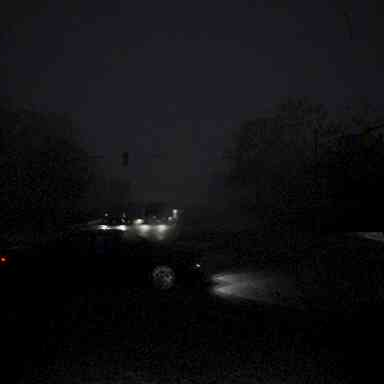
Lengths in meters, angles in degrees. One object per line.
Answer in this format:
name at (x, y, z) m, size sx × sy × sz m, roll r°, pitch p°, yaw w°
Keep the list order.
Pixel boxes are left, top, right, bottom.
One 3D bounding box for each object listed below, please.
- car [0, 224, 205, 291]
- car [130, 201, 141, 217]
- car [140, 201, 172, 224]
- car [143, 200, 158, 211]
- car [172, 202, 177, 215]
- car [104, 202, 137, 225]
car at (-2.329, 1.746, 9.079) m, size 5.357 × 1.411 × 2.033 m, roll 0°, pitch -2°, yaw 3°
car at (-7.066, 2.158, 41.982) m, size 2.150 × 2.045 × 5.566 m, roll 0°, pitch 0°, yaw 0°
car at (-3.574, 2.091, 34.315) m, size 2.150 × 2.045 × 5.566 m, roll 0°, pitch -1°, yaw 0°
car at (-7.009, 2.276, 56.722) m, size 1.882 × 1.535 × 5.008 m, roll 0°, pitch 1°, yaw 1°
car at (-3.560, 2.486, 44.899) m, size 2.033 × 1.411 × 5.357 m, roll 0°, pitch 0°, yaw 0°
car at (-7.076, 2.190, 32.415) m, size 2.097 × 1.767 × 4.553 m, roll 0°, pitch -1°, yaw 0°
